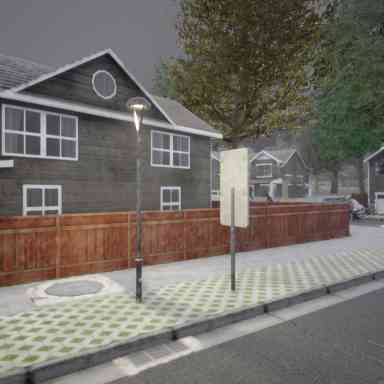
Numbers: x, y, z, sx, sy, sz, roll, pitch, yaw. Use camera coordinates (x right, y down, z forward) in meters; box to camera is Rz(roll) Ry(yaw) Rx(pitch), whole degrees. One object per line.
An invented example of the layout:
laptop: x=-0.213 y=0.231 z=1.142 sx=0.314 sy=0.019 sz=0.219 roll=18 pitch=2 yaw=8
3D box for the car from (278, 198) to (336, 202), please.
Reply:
car: x=7.437 y=1.357 z=24.342 sx=5.008 sy=1.535 sz=1.882 roll=0 pitch=0 yaw=43

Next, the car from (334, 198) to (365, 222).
car: x=10.574 y=1.239 z=25.448 sx=4.553 sy=1.767 sz=2.097 roll=1 pitch=0 yaw=43

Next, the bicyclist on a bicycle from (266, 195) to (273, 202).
bicyclist on a bicycle: x=7.508 y=1.130 z=32.287 sx=0.582 sy=1.620 sz=1.656 roll=1 pitch=1 yaw=43
